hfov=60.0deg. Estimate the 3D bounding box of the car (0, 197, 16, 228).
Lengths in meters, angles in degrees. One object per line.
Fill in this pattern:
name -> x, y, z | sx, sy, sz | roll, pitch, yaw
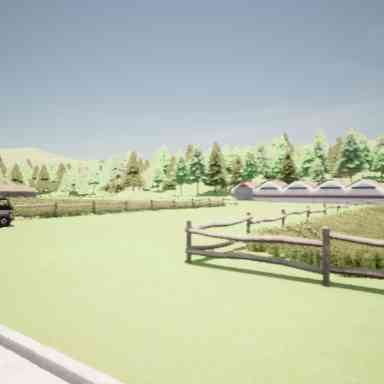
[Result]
car -> -12.398, 1.221, 19.371 | 1.905, 1.878, 3.866 | 0, 0, 35
